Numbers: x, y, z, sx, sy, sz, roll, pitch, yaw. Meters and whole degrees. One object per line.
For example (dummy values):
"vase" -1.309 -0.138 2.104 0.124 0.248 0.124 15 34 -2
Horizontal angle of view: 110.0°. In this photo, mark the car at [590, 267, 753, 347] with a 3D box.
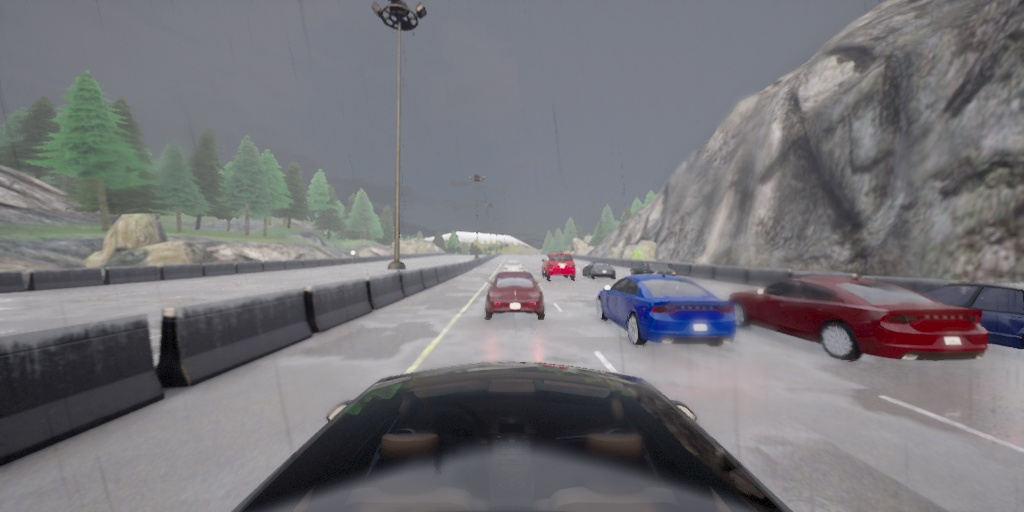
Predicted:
"car" 3.598 1.207 9.325 1.882 1.535 5.008 0 0 0

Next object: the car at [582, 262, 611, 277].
"car" 7.093 1.139 29.528 1.994 1.385 4.181 0 1 0

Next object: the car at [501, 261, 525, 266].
"car" 0.093 1.095 29.969 1.812 1.442 4.674 0 1 0

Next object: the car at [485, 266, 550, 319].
"car" 0.083 1.241 12.475 1.812 1.442 4.674 0 0 0

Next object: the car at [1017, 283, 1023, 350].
"car" 10.598 1.283 7.815 2.033 1.411 5.357 0 0 0

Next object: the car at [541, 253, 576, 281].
"car" 3.593 0.811 28.207 2.150 2.045 5.566 0 1 0

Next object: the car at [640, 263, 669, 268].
"car" 10.593 1.202 27.108 1.895 1.301 4.718 0 1 0

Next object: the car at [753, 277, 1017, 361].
"car" 7.097 1.211 8.244 1.882 1.535 5.008 0 0 0
